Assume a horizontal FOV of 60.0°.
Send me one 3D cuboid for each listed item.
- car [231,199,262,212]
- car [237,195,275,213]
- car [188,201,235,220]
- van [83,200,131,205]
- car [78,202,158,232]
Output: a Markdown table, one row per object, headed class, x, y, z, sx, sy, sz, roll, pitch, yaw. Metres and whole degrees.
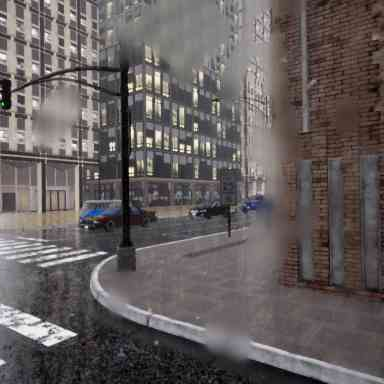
| class | x | y | z | sx | sy | sz | roll | pitch | yaw |
| --- | --- | --- | --- | --- | --- | --- | --- | --- | --- |
| car | 6.829 | 1.689 | 41.384 | 1.752 | 1.417 | 4.829 | -2 | -1 | 36 |
| car | 7.687 | 1.329 | 38.122 | 2.150 | 2.045 | 5.566 | -1 | -1 | 36 |
| car | 1.598 | 1.578 | 29.626 | 2.128 | 1.511 | 4.902 | -1 | -1 | 36 |
| van | -6.000 | 1.460 | 23.471 | 1.690 | 1.788 | 3.998 | -2 | -1 | 36 |
| car | -4.483 | 1.614 | 21.136 | 2.033 | 1.411 | 5.357 | -1 | -1 | 36 |
